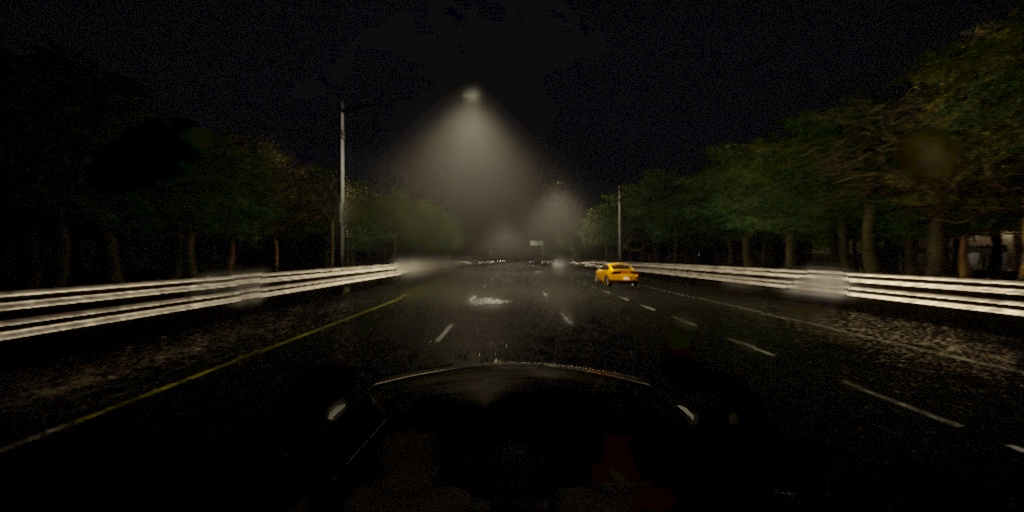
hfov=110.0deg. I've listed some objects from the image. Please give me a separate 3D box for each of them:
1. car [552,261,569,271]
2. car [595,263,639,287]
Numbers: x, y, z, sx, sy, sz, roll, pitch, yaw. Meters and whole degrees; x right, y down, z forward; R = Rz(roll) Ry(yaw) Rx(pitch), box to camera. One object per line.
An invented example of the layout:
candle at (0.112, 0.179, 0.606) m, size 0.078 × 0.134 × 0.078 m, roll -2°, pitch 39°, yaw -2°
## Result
car at (7.127, 1.430, 53.250) m, size 1.812 × 1.442 × 4.674 m, roll 0°, pitch -1°, yaw 0°
car at (7.022, 1.233, 24.464) m, size 1.882 × 1.535 × 5.008 m, roll 0°, pitch 0°, yaw 0°
